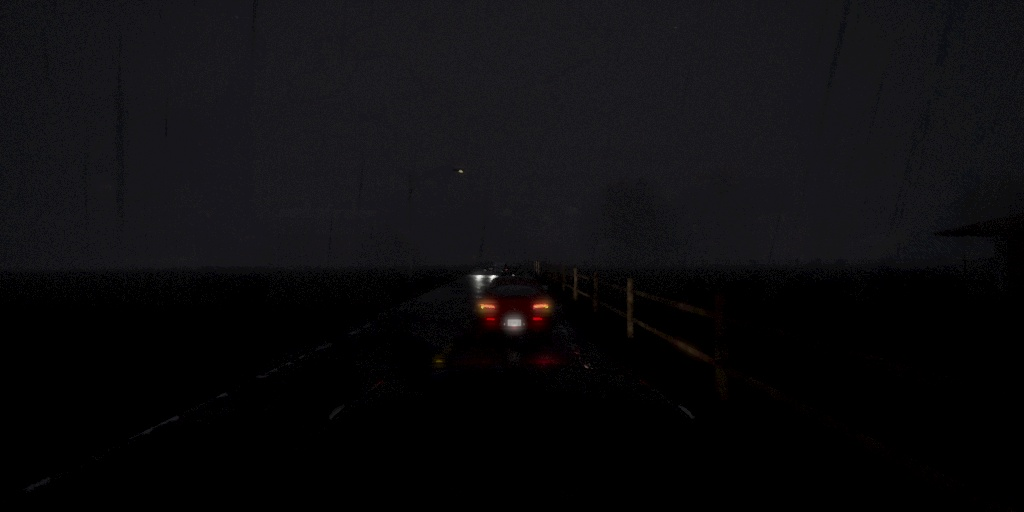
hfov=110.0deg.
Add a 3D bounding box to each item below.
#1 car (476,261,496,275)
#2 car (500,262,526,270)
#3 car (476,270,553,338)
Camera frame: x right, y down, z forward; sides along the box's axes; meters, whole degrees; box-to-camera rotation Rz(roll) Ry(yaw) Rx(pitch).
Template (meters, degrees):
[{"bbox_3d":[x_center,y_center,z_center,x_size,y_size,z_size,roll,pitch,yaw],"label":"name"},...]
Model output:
[{"bbox_3d":[-2.819,1.292,39.539,1.837,1.490,4.892,0,-1,0],"label":"car"},{"bbox_3d":[0.084,1.256,29.365,2.128,1.511,4.902,0,0,0],"label":"car"},{"bbox_3d":[0.068,1.276,10.045,1.812,1.442,4.674,0,0,0],"label":"car"}]
